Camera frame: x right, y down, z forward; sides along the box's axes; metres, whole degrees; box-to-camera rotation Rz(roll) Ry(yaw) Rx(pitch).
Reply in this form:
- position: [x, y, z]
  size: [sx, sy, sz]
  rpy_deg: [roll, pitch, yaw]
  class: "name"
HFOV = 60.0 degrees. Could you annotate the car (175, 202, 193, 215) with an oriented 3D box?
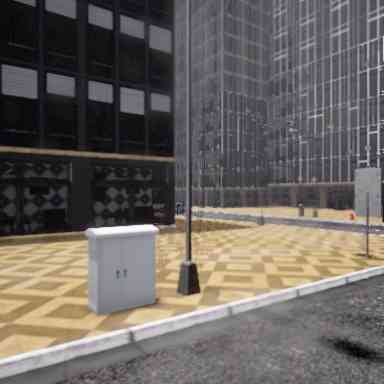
- position: [-1.727, 1.832, 38.072]
  size: [1.994, 1.385, 4.181]
  rpy_deg: [0, 0, -35]
  class: "car"
